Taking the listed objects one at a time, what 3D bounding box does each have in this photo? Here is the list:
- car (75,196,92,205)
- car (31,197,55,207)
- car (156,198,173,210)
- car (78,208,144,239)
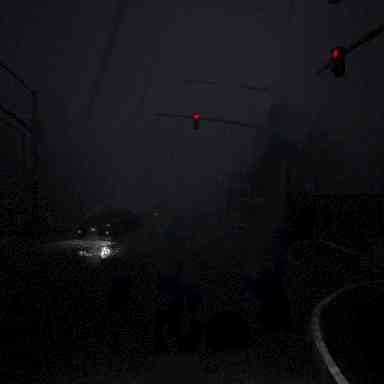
[{"bbox_3d":[-17.404,1.368,53.243,1.845,1.501,3.633,0,0,0],"label":"car"},{"bbox_3d":[-20.465,1.379,45.855,1.970,1.475,3.806,0,0,0],"label":"car"},{"bbox_3d":[-3.459,1.471,42.204,1.882,1.535,5.008,0,0,0],"label":"car"},{"bbox_3d":[-4.121,1.565,17.469,1.994,1.385,4.181,0,0,14],"label":"car"}]
